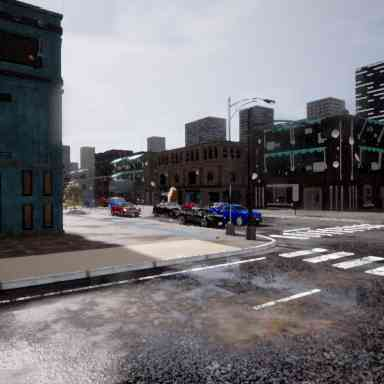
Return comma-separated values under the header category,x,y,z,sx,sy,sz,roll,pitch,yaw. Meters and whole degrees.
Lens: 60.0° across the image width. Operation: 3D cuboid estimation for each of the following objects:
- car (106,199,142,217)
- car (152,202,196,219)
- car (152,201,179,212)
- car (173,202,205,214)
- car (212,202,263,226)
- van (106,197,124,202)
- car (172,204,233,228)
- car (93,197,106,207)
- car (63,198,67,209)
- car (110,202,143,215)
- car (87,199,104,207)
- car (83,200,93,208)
category,x,y,z,sx,sy,sz,roll,pitch,yaw
car,-7.262,1.847,35.941,1.967,1.590,4.097,-1,0,-35
car,-2.189,1.814,33.295,2.128,1.511,4.902,-1,0,-35
car,-3.636,1.966,45.310,1.802,1.307,4.206,-2,0,-35
car,-0.430,1.904,40.799,1.802,1.307,4.206,-2,0,-35
car,3.209,1.693,25.697,1.882,1.535,5.008,-1,0,-36
van,-13.263,1.907,58.844,1.690,1.788,3.998,-1,0,-35
car,0.682,1.814,24.561,1.947,1.339,4.313,-2,0,-35
car,-16.470,1.940,63.355,2.192,1.841,5.009,-1,0,-35
car,-23.196,2.233,58.360,1.752,1.417,4.829,-1,0,-35
car,-8.319,1.989,41.929,2.033,1.411,5.357,-1,0,-35
car,-19.672,2.228,67.867,1.887,1.381,4.507,-1,0,-35
car,-19.522,2.194,63.217,1.812,1.442,4.674,-1,0,-35
